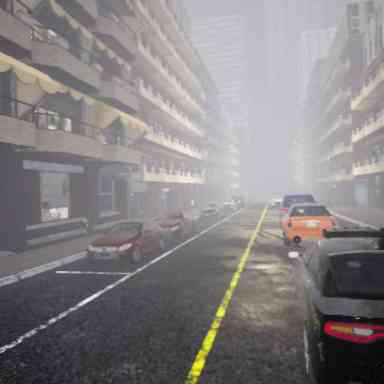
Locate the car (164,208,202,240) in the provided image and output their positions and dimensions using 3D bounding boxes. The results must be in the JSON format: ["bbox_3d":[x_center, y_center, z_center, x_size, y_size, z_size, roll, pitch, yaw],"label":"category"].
[{"bbox_3d":[-0.950,1.724,17.931,1.802,1.307,4.206,-3,-1,14],"label":"car"}]

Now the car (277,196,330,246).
[{"bbox_3d":[5.060,1.261,14.782,2.097,1.767,4.553,-2,0,14],"label":"car"}]

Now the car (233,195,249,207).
[{"bbox_3d":[7.015,1.372,50.585,2.192,1.841,5.009,-3,-1,14],"label":"car"}]

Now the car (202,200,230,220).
[{"bbox_3d":[1.708,1.665,28.816,2.008,1.369,4.403,-3,-1,14],"label":"car"}]

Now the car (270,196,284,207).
[{"bbox_3d":[12.824,1.375,50.312,1.812,1.442,4.674,-2,0,14],"label":"car"}]

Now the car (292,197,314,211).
[{"bbox_3d":[12.496,1.350,37.683,1.947,1.339,4.313,-3,-1,14],"label":"car"}]

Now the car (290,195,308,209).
[{"bbox_3d":[13.819,1.210,43.126,1.967,1.590,4.097,-3,-1,14],"label":"car"}]

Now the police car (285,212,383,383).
[{"bbox_3d":[2.625,1.365,5.233,1.930,1.638,5.238,-2,0,14],"label":"police car"}]

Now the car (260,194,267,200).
[{"bbox_3d":[19.103,1.368,88.648,1.837,1.490,4.892,-2,0,14],"label":"car"}]

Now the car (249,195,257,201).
[{"bbox_3d":[16.336,1.543,88.676,1.802,1.307,4.206,-3,-1,14],"label":"car"}]

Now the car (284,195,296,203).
[{"bbox_3d":[19.145,1.281,64.892,1.947,1.339,4.313,-3,-1,14],"label":"car"}]

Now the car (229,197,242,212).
[{"bbox_3d":[4.367,1.636,39.699,2.008,1.369,4.403,-3,-1,14],"label":"car"}]

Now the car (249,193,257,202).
[{"bbox_3d":[13.675,1.539,77.793,2.008,1.369,4.403,-3,-1,14],"label":"car"}]

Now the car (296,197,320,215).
[{"bbox_3d":[11.205,1.323,32.406,1.752,1.417,4.829,-3,-1,14],"label":"car"}]

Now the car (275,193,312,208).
[{"bbox_3d":[6.496,1.119,20.669,2.150,2.045,5.566,-2,0,14],"label":"car"}]

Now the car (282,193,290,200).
[{"bbox_3d":[24.458,1.101,86.662,1.967,1.590,4.097,-3,-1,14],"label":"car"}]

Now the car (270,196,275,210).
[{"bbox_3d":[10.463,1.475,40.584,1.895,1.301,4.718,-2,0,14],"label":"car"}]

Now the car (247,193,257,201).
[{"bbox_3d":[14.993,1.290,83.237,2.192,1.841,5.009,-3,-1,14],"label":"car"}]

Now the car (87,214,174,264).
[{"bbox_3d":[-2.280,1.739,12.489,1.802,1.307,4.206,-3,-1,14],"label":"car"}]
